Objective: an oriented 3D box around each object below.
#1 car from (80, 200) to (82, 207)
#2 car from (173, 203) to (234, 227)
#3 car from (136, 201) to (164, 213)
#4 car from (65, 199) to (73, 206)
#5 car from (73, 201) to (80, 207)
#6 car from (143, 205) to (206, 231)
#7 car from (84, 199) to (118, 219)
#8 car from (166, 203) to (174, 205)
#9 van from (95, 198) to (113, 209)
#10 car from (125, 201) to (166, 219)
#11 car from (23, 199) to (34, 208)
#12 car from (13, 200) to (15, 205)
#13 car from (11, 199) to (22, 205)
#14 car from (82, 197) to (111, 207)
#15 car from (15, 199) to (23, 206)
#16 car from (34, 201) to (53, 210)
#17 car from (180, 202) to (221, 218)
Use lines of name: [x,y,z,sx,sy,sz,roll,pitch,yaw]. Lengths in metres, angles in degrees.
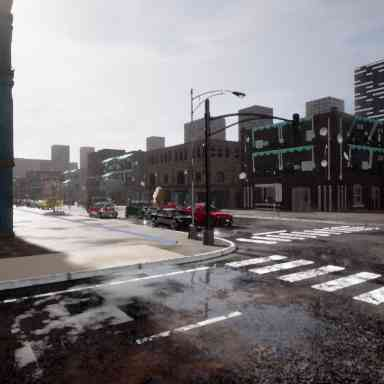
car: [-18.408,1.940,61.936,2.192,1.841,5.009,-1,0,-35]
car: [0.964,1.698,24.602,1.882,1.535,5.008,-1,0,-35]
car: [-5.601,1.966,43.871,1.802,1.307,4.206,-1,0,-35]
car: [-28.003,2.364,75.486,1.947,1.339,4.313,-1,0,-35]
car: [-21.603,2.228,66.453,1.887,1.381,4.507,-1,0,-35]
car: [-1.315,1.815,23.116,1.947,1.339,4.313,-1,0,-35]
car: [-9.242,1.847,34.508,1.967,1.590,4.097,-1,0,-35]
car: [-2.402,1.904,39.355,1.802,1.307,4.206,-2,0,-35]
van: [-15.207,1.907,57.420,1.690,1.788,3.998,-1,0,-35]
car: [-4.897,1.689,32.875,2.097,1.767,4.553,-1,0,-35]
car: [-31.640,2.376,66.123,2.008,1.369,4.403,-1,0,-35]
car: [-41.240,2.548,79.672,2.008,1.369,4.403,-1,0,-35]
car: [-44.439,2.598,84.188,1.887,1.381,4.507,-1,0,-35]
car: [-11.841,1.686,42.699,2.150,2.045,5.566,-1,1,-35]
car: [-38.042,2.380,75.155,1.967,1.590,4.097,-1,0,-35]
car: [-25.141,2.233,56.951,1.752,1.417,4.829,-1,0,-35]
car: [0.797,1.810,34.839,2.008,1.369,4.403,-2,0,-35]
